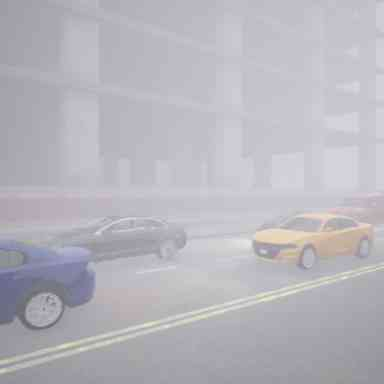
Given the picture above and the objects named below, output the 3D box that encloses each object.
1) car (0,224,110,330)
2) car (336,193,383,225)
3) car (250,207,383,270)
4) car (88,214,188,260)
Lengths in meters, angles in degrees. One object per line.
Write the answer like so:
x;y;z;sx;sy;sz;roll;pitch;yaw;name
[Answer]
-4.111;1.478;5.333;5.008;1.535;1.882;0;0;-35;car
10.114;1.156;19.680;5.566;2.045;2.150;-4;2;-35;car
4.148;1.480;11.212;5.008;1.535;1.882;0;0;-35;car
-2.418;1.493;10.850;4.902;1.511;2.128;0;0;-35;car
